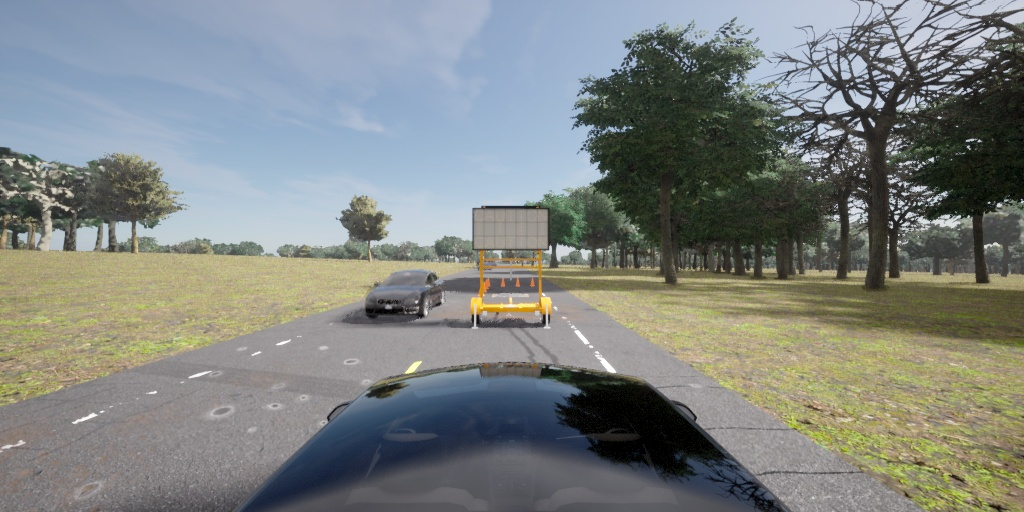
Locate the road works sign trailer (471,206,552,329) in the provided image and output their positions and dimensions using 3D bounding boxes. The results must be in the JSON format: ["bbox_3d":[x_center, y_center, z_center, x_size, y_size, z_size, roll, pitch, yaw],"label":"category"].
[{"bbox_3d":[-0.035,0.226,11.313,2.380,3.560,2.880,0,0,0],"label":"road works sign trailer"}]

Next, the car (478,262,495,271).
[{"bbox_3d":[-4.096,1.582,54.523,1.994,1.385,4.181,0,-1,-1],"label":"car"}]

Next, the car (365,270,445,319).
[{"bbox_3d":[-3.652,1.270,13.003,1.837,1.490,4.892,0,0,0],"label":"car"}]
